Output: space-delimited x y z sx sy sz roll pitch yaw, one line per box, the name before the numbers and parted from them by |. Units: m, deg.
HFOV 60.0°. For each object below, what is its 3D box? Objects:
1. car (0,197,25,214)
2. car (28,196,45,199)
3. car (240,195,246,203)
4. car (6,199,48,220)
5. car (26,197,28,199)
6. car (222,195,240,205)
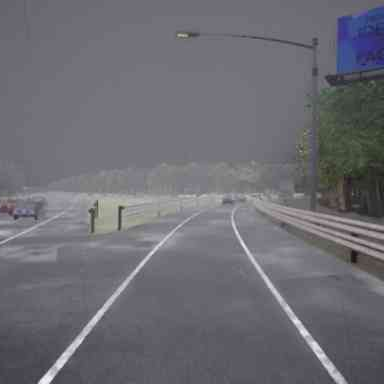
car | -18.673 1.394 33.411 2.097 1.767 4.553 0 0 -16
car | -24.548 1.496 53.652 2.097 1.767 4.553 0 -1 -17
car | 9.122 1.342 63.775 2.128 1.511 4.902 1 1 22
car | -13.778 1.591 28.413 2.033 1.411 5.357 0 0 -15
car | -30.633 1.690 61.191 2.128 1.511 4.902 0 0 -18
car | 6.140 1.381 54.055 1.837 1.490 4.892 1 0 16
